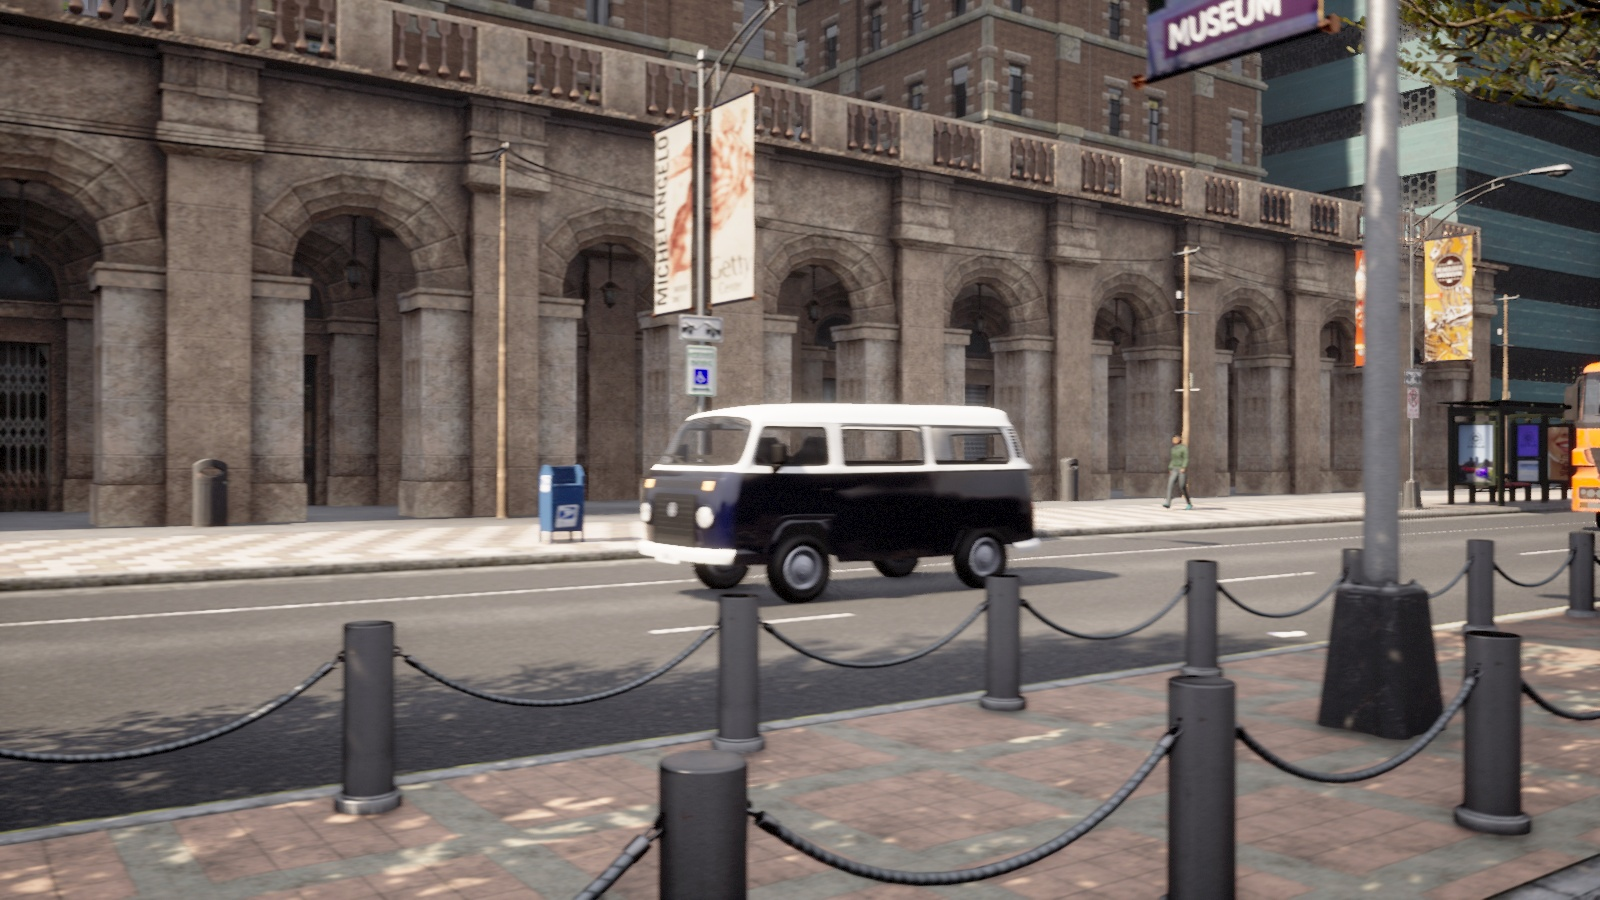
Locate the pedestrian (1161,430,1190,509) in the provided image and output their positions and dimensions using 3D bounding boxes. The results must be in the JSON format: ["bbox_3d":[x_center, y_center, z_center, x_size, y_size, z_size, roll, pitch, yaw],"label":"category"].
[{"bbox_3d":[8.809,0.455,29.462,0.614,1.847,0.353,0,0,-34],"label":"pedestrian"}]

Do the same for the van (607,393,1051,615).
[{"bbox_3d":[0.393,0.501,13.681,4.480,2.038,2.069,0,0,-35],"label":"van"}]

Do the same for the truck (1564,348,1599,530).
[{"bbox_3d":[18.750,-0.213,25.966,7.936,3.462,2.891,0,0,-42],"label":"truck"}]
